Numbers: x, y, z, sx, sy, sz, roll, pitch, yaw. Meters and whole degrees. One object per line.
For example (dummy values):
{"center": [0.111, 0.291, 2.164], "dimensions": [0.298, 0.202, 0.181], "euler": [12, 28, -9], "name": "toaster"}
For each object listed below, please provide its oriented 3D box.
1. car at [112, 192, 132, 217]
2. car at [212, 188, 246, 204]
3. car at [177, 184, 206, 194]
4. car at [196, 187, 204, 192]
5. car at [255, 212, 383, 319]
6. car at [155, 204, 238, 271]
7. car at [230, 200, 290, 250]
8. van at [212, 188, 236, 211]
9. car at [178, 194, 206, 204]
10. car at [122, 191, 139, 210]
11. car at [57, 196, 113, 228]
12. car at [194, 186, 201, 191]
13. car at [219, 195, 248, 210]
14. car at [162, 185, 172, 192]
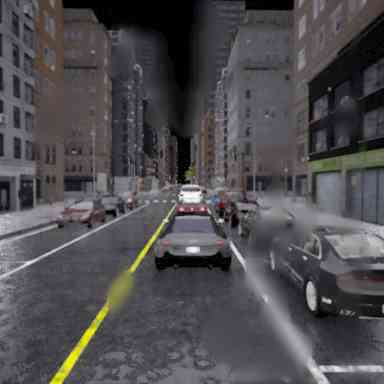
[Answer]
{"center": [-5.793, 0.936, 23.396], "dimensions": [1.947, 1.339, 4.313], "euler": [0, 2, 0], "name": "car"}
{"center": [2.733, 0.683, 23.439], "dimensions": [2.192, 1.841, 5.009], "euler": [0, 2, 0], "name": "car"}
{"center": [-0.150, 0.357, 32.134], "dimensions": [2.150, 2.045, 5.566], "euler": [0, 2, -2], "name": "car"}
{"center": [1.887, -0.637, 84.143], "dimensions": [1.802, 1.307, 4.206], "euler": [0, 1, -2], "name": "car"}
{"center": [2.818, 1.362, 6.881], "dimensions": [2.008, 1.369, 4.403], "euler": [0, 2, 0], "name": "car"}
{"center": [0.036, 1.294, 9.954], "dimensions": [1.994, 1.385, 4.181], "euler": [0, 2, 0], "name": "car"}
{"center": [2.790, 1.214, 12.402], "dimensions": [2.008, 1.369, 4.403], "euler": [0, 2, 0], "name": "car"}
{"center": [2.705, 0.561, 28.962], "dimensions": [1.690, 1.788, 3.998], "euler": [0, 2, 0], "name": "van"}
{"center": [-0.019, 1.007, 22.038], "dimensions": [1.895, 1.301, 4.718], "euler": [0, 2, 0], "name": "car"}
{"center": [-5.821, 0.662, 28.915], "dimensions": [1.967, 1.590, 4.097], "euler": [0, 2, 0], "name": "car"}
{"center": [-5.764, 1.100, 17.873], "dimensions": [1.802, 1.307, 4.206], "euler": [0, 2, 0], "name": "car"}
{"center": [1.580, -0.922, 95.441], "dimensions": [1.802, 1.307, 4.206], "euler": [0, 1, -2], "name": "car"}
{"center": [2.761, 1.081, 17.924], "dimensions": [1.947, 1.339, 4.313], "euler": [0, 2, 0], "name": "car"}
{"center": [-6.635, -0.772, 83.917], "dimensions": [1.967, 1.590, 4.097], "euler": [0, 1, -2], "name": "car"}
